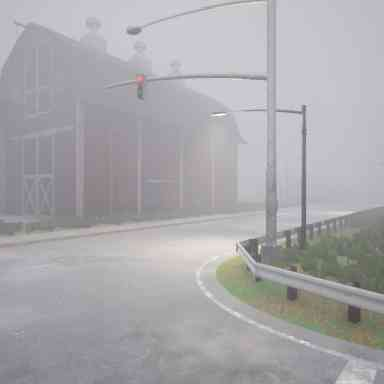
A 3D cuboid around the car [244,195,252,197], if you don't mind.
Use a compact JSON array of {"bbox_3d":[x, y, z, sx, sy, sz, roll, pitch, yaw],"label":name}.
[{"bbox_3d":[14.842,1.538,87.670,1.784,1.438,3.905,0,0,36],"label":"car"}]
